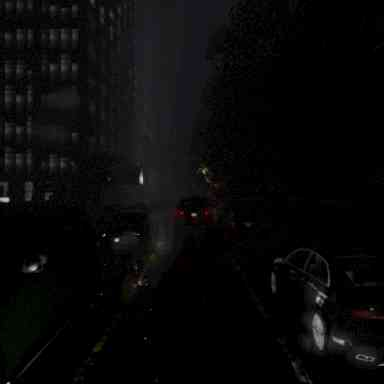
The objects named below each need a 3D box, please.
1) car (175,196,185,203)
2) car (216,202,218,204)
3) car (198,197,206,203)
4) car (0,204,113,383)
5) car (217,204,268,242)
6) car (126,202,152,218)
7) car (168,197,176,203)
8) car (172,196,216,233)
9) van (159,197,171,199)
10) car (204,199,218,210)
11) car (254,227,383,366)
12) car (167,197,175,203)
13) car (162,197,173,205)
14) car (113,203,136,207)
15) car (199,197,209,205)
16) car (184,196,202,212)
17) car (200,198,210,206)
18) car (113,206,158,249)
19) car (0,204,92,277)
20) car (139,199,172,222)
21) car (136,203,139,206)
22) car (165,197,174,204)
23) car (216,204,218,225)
[{"bbox_3d":[-2.706,1.708,76.553,1.994,1.385,4.181,0,0,0],"label":"car"},{"bbox_3d":[2.581,1.706,28.239,1.752,1.417,4.829,0,0,0],"label":"car"},{"bbox_3d":[2.617,2.086,89.066,1.887,1.381,4.507,0,0,0],"label":"car"},{"bbox_3d":[-2.846,1.252,4.496,2.150,2.045,5.566,0,0,0],"label":"car"},{"bbox_3d":[2.575,1.550,16.979,1.967,1.590,4.097,0,0,0],"label":"car"},{"bbox_3d":[-5.296,1.781,33.626,1.947,1.339,4.313,0,0,0],"label":"car"},{"bbox_3d":[-5.264,2.124,89.074,1.802,1.307,4.206,0,0,0],"label":"car"},{"bbox_3d":[0.111,1.356,20.797,2.150,2.045,5.566,0,0,0],"label":"car"},{"bbox_3d":[-5.279,1.723,61.352,1.690,1.788,3.998,0,0,0],"label":"van"},{"bbox_3d":[2.778,1.814,49.127,1.837,1.490,4.892,0,0,0],"label":"car"},{"bbox_3d":[2.569,1.590,5.888,2.008,1.369,4.403,0,0,0],"label":"car"},{"bbox_3d":[-5.267,2.035,83.359,1.752,1.417,4.829,0,0,0],"label":"car"},{"bbox_3d":[-5.273,1.887,72.440,1.967,1.590,4.097,0,0,0],"label":"car"},{"bbox_3d":[-5.302,1.586,22.537,1.967,1.590,4.097,0,0,0],"label":"car"},{"bbox_3d":[2.607,1.887,72.431,1.967,1.590,4.097,0,0,0],"label":"car"},{"bbox_3d":[0.106,1.494,43.380,2.150,2.045,5.566,0,0,0],"label":"car"},{"bbox_3d":[2.604,1.959,66.885,1.887,1.381,4.507,0,0,0],"label":"car"},{"bbox_3d":[-2.838,1.603,15.047,1.837,1.490,4.892,0,0,0],"label":"car"},{"bbox_3d":[-5.309,1.390,11.448,2.192,1.841,5.009,0,0,0],"label":"car"},{"bbox_3d":[-2.811,1.667,28.044,2.128,1.511,4.902,0,0,0],"label":"car"},{"bbox_3d":[-5.299,1.725,28.081,1.887,1.381,4.507,0,0,0],"label":"car"},{"bbox_3d":[-5.270,1.919,77.985,1.967,1.590,4.097,0,0,0],"label":"car"},{"bbox_3d":[2.578,1.711,22.524,1.947,1.339,4.313,0,0,0],"label":"car"}]
